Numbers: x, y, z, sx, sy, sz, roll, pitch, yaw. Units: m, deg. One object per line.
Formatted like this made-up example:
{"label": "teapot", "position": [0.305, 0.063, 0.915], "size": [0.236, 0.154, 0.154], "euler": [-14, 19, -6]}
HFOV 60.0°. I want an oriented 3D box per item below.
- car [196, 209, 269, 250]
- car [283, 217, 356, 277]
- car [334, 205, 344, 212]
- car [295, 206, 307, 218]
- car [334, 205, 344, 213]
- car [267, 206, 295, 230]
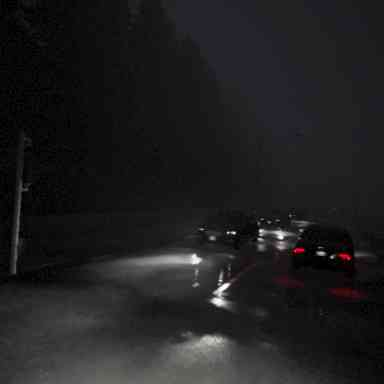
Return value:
{"label": "car", "position": [1.828, 1.627, 15.338], "size": [2.128, 1.511, 4.902], "euler": [4, 0, 24]}
{"label": "car", "position": [4.723, 1.885, 11.805], "size": [2.033, 1.411, 5.357], "euler": [4, 0, 24]}
{"label": "car", "position": [36.972, 4.067, 83.672], "size": [2.033, 1.411, 5.357], "euler": [4, 0, 24]}
{"label": "car", "position": [11.880, 2.361, 37.643], "size": [1.837, 1.490, 4.892], "euler": [4, 0, 25]}
{"label": "car", "position": [32.702, 3.864, 74.169], "size": [2.128, 1.511, 4.902], "euler": [4, 0, 24]}
{"label": "car", "position": [6.447, 1.971, 25.627], "size": [1.837, 1.490, 4.892], "euler": [4, 0, 24]}
